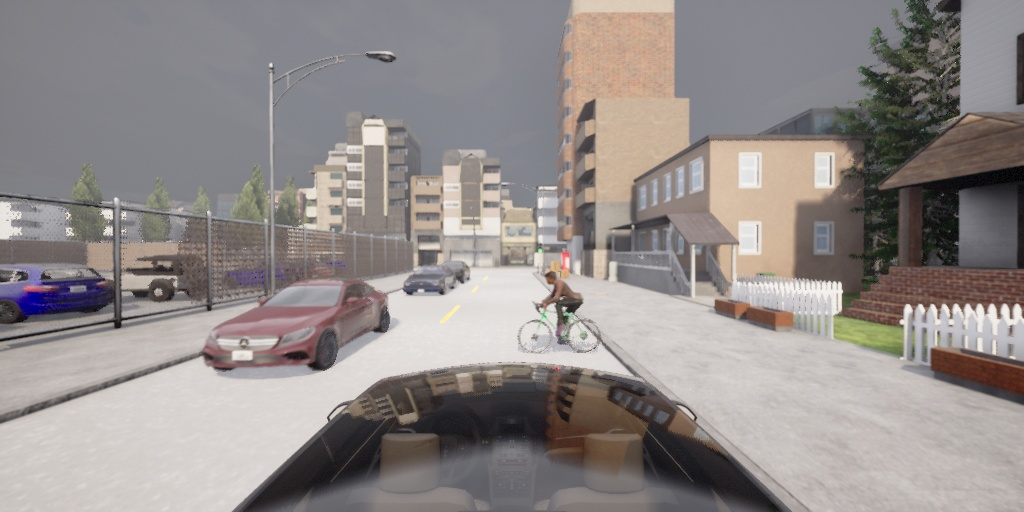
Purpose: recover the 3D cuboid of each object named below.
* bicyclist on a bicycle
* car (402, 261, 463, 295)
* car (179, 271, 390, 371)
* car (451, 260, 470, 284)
[{"bbox_3d":[0.933,1.126,7.088,1.656,1.620,0.582,-1,0,-1],"label":"bicyclist on a bicycle"},{"bbox_3d":[-4.124,1.167,18.875,2.033,1.411,5.357,0,0,0],"label":"car"},{"bbox_3d":[-4.091,1.233,7.747,1.812,1.442,4.674,0,0,0],"label":"car"},{"bbox_3d":[-4.053,1.049,25.077,1.882,1.535,5.008,0,0,0],"label":"car"}]
